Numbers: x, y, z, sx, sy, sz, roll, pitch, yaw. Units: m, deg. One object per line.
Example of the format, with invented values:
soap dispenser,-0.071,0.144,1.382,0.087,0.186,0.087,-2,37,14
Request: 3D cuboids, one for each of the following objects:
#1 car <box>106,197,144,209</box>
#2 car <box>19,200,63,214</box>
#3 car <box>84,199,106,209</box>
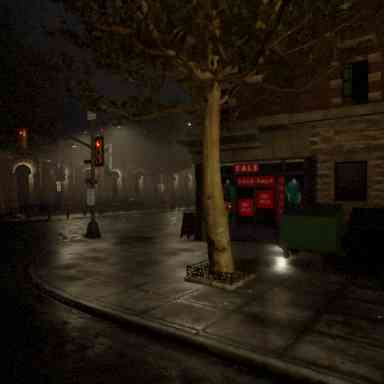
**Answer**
car,-8.626,1.491,44.620,2.128,1.511,4.902,0,0,36
car,-15.739,1.564,34.826,1.994,1.385,4.181,0,0,36
car,-12.153,1.595,45.125,1.895,1.301,4.718,0,0,36
